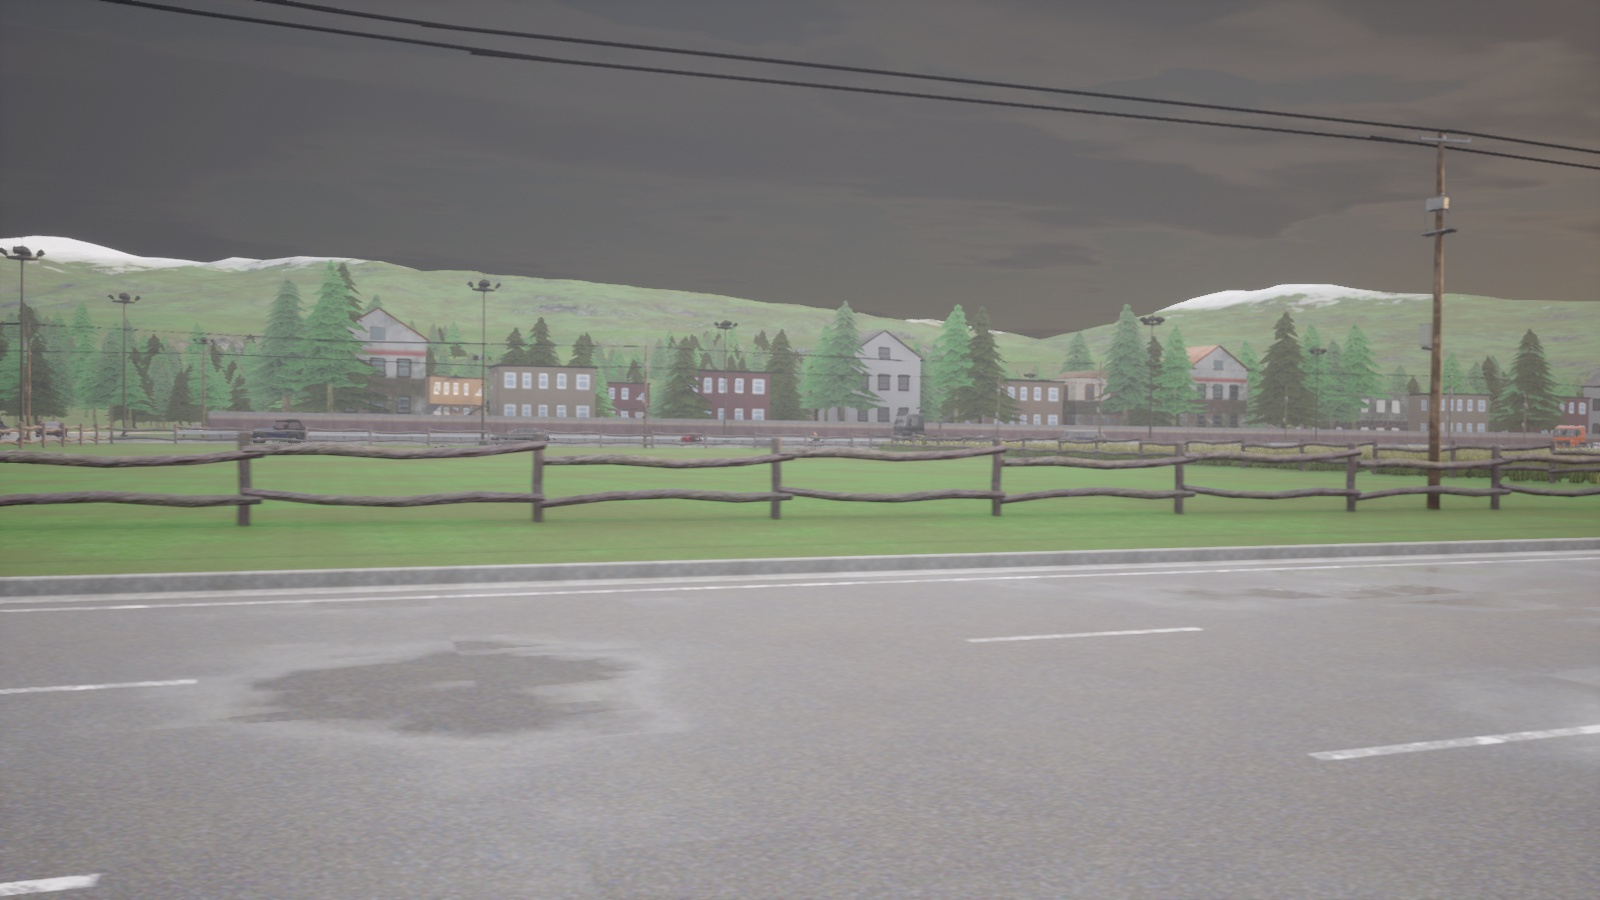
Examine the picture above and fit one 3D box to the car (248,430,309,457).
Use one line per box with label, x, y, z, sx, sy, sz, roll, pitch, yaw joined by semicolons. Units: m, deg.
car;-36.956;-0.463;89.077;3.866;1.878;1.905;-1;1;-21
